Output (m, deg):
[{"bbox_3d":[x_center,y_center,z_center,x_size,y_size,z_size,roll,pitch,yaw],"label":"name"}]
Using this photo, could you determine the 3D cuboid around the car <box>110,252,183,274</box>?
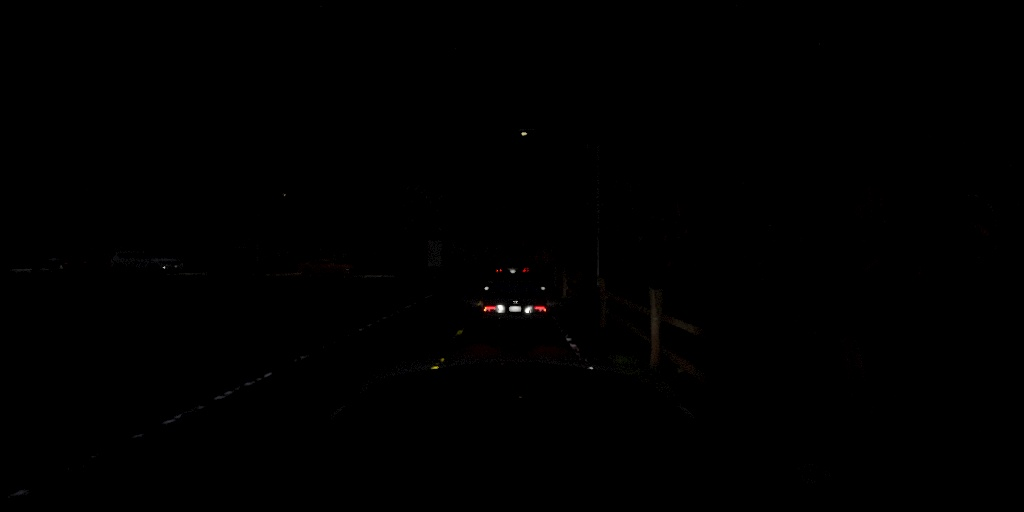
[{"bbox_3d":[-34.836,0.617,34.245,5.566,2.045,2.150,1,0,1],"label":"car"}]

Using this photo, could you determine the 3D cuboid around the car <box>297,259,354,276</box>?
[{"bbox_3d":[-17.602,1.091,34.060,5.008,1.535,1.882,1,0,1],"label":"car"}]

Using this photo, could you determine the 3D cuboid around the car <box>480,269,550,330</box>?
[{"bbox_3d":[0.085,1.313,11.079,2.033,1.411,5.357,0,0,0],"label":"car"}]

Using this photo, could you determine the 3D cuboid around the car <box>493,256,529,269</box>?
[{"bbox_3d":[-0.065,1.007,23.686,2.150,2.045,5.566,0,0,-2],"label":"car"}]

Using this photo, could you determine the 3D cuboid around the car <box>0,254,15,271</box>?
[{"bbox_3d":[-51.676,0.316,34.524,5.566,2.045,2.150,1,0,1],"label":"car"}]

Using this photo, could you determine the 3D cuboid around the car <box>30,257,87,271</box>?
[{"bbox_3d":[-47.064,0.798,37.275,4.181,1.385,1.994,1,0,1],"label":"car"}]

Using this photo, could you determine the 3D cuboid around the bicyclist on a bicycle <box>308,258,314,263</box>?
[{"bbox_3d":[-22.449,0.997,40.087,0.582,1.620,1.656,1,0,1],"label":"bicyclist on a bicycle"}]
